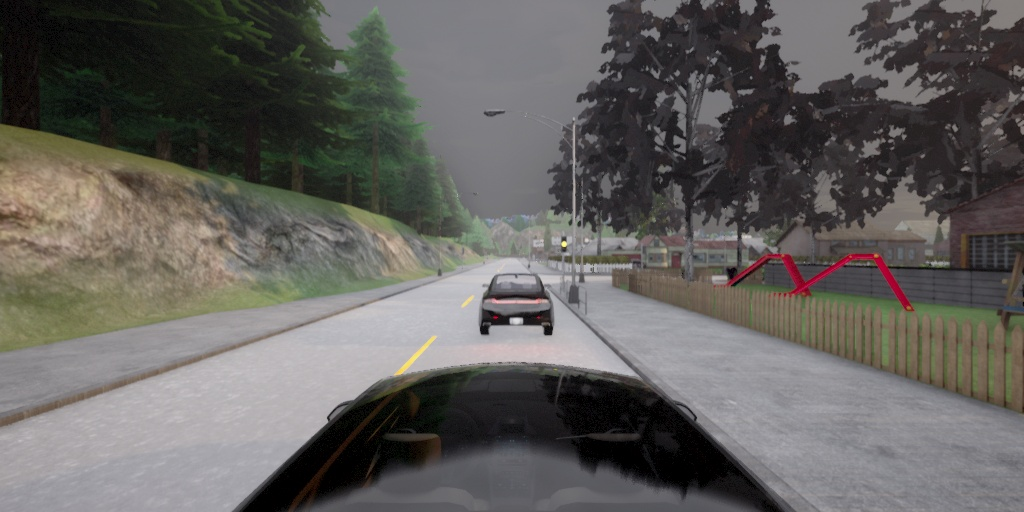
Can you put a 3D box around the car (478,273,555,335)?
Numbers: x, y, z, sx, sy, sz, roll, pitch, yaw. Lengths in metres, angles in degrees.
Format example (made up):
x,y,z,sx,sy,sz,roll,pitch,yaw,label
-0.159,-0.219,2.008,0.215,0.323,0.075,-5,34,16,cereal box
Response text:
x,y,z,sx,sy,sz,roll,pitch,yaw,label
0.129,1.237,10.403,2.128,1.511,4.902,0,0,1,car
